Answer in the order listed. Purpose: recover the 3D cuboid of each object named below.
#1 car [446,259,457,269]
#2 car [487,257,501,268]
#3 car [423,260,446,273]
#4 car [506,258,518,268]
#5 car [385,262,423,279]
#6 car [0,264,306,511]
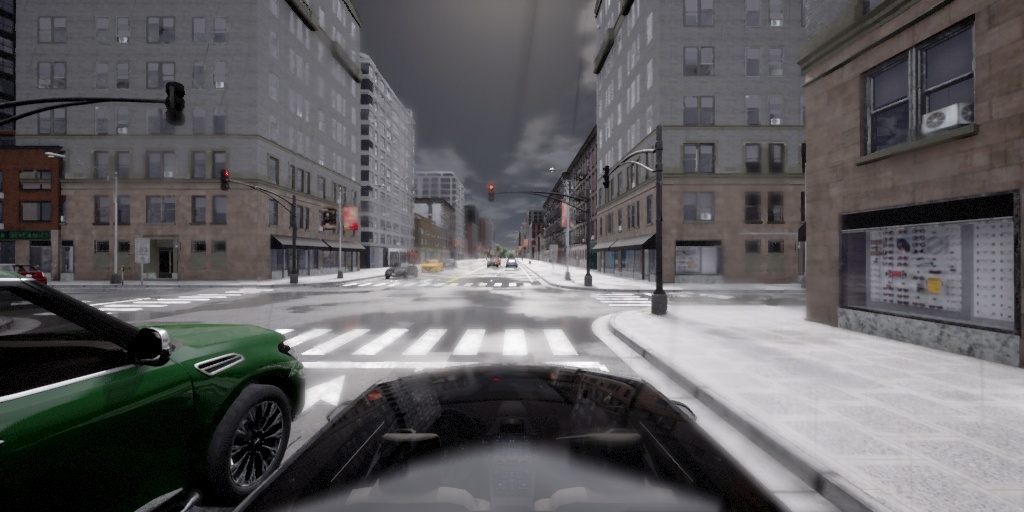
[{"bbox_3d":[-9.879,1.233,56.978,2.128,1.511,4.902,0,0,0],"label":"car"},{"bbox_3d":[-3.302,1.342,61.892,1.895,1.301,4.718,0,0,0],"label":"car"},{"bbox_3d":[-9.875,1.226,44.366,1.882,1.535,5.008,0,0,0],"label":"car"},{"bbox_3d":[-0.052,1.305,61.865,1.994,1.385,4.181,0,0,0],"label":"car"},{"bbox_3d":[-9.871,1.276,32.444,1.812,1.442,4.674,0,0,2],"label":"car"},{"bbox_3d":[-3.148,0.971,1.232,2.150,2.045,5.566,0,0,0],"label":"car"}]
